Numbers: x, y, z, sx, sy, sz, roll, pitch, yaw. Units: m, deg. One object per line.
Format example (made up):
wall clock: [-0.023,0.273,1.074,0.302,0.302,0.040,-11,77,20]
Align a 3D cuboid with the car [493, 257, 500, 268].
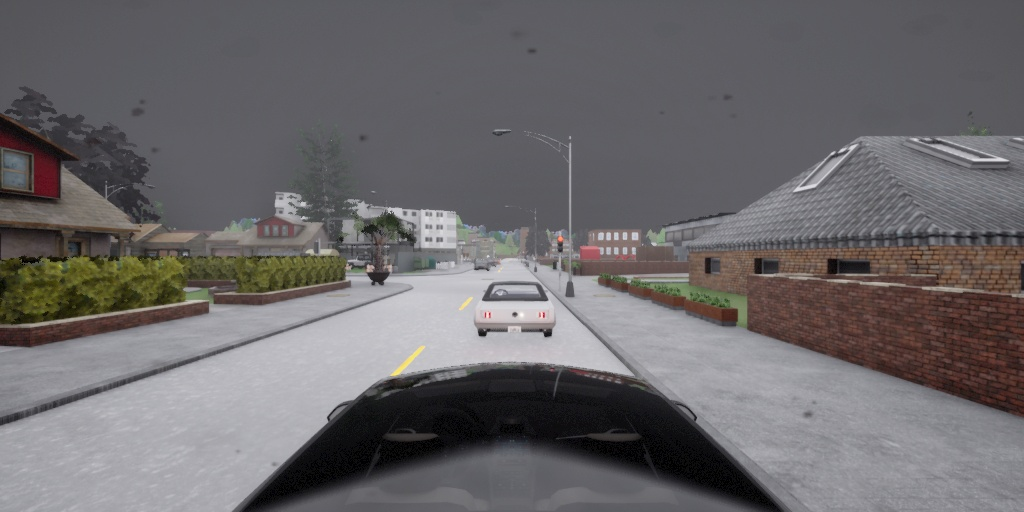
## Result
car: [-3.738,1.297,61.836,2.033,1.411,5.357,0,0,1]

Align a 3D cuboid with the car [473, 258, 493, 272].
car: [-3.847,1.254,46.635,1.837,1.490,4.892,0,0,0]

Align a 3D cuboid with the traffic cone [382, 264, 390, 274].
traffic cone: [-15.516,1.561,44.187,0.344,0.586,0.344,0,0,0]

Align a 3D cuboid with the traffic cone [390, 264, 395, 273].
traffic cone: [-15.152,1.557,44.755,0.344,0.586,0.344,0,0,0]

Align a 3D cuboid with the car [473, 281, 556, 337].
car: [0.098,1.351,10.234,1.895,1.301,4.718,0,0,1]
